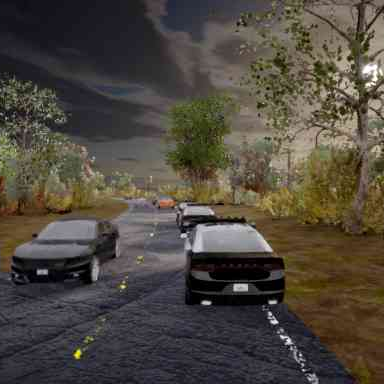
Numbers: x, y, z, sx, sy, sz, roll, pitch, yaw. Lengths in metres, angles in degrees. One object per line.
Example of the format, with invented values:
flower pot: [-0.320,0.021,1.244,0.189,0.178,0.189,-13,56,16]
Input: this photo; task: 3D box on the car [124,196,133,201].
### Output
car: [-16.691,1.593,87.731,1.895,1.301,4.718,0,0,-17]

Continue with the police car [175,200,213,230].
police car: [0.244,1.424,18.319,1.930,1.638,5.238,0,0,-4]

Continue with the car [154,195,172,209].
car: [-3.680,1.348,45.664,2.097,1.767,4.553,0,0,-9]

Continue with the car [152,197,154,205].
car: [-5.852,1.346,57.962,2.097,1.767,4.553,0,0,-12]

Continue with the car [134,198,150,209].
car: [-6.955,1.522,46.278,1.812,1.442,4.674,0,0,-9]

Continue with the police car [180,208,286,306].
police car: [0.746,1.425,8.252,1.930,1.638,5.238,0,0,-2]

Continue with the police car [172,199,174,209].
police car: [-0.218,1.423,24.349,1.930,1.638,5.238,0,0,-5]

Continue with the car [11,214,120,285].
car: [-3.364,1.477,9.753,1.882,1.535,5.008,0,0,-2]
